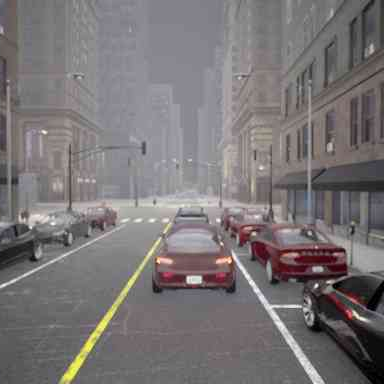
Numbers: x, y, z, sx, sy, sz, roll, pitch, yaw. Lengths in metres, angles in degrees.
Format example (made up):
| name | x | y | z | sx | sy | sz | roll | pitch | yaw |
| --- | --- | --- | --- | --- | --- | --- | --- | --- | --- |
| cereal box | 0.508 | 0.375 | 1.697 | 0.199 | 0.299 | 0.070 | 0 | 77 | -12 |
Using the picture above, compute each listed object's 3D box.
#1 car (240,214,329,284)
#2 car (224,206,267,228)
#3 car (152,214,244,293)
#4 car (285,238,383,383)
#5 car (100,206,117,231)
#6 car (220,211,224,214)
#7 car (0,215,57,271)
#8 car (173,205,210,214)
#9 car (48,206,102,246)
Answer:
| name | x | y | z | sx | sy | sz | roll | pitch | yaw |
| --- | --- | --- | --- | --- | --- | --- | --- | --- | --- |
| car | 2.733 | 1.546 | 9.466 | 1.887 | 1.381 | 4.507 | -1 | 0 | 0 |
| car | 2.720 | 1.547 | 14.971 | 1.887 | 1.381 | 4.507 | -1 | 0 | 0 |
| car | 0.050 | 1.527 | 8.723 | 1.812 | 1.442 | 4.674 | 0 | 0 | 0 |
| car | 2.746 | 1.566 | 3.961 | 1.947 | 1.339 | 4.313 | -1 | 0 | 0 |
| car | -5.818 | 1.549 | 20.457 | 1.887 | 1.381 | 4.507 | -1 | 0 | 0 |
| car | 2.707 | 1.549 | 20.477 | 1.887 | 1.381 | 4.507 | -1 | 0 | 0 |
| car | -5.792 | 1.567 | 9.446 | 1.947 | 1.339 | 4.313 | -1 | 0 | 0 |
| car | -0.011 | 1.495 | 18.496 | 2.128 | 1.511 | 4.902 | 0 | 0 | 1 |
| car | -5.805 | 1.554 | 14.951 | 2.008 | 1.369 | 4.403 | -1 | 0 | 0 |
